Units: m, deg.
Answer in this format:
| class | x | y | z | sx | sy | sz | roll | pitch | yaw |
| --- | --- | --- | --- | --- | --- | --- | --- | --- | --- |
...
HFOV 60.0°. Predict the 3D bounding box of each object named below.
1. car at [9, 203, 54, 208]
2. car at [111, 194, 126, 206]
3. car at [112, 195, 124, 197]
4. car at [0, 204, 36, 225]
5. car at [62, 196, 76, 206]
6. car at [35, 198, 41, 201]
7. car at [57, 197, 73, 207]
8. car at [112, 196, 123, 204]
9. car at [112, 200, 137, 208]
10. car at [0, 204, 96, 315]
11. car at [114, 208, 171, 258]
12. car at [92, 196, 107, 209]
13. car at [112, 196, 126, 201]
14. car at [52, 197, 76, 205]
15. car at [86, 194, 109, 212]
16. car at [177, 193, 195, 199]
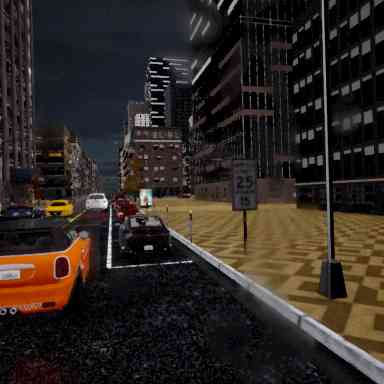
| class | x | y | z | sx | sy | sz | roll | pitch | yaw |
| --- | --- | --- | --- | --- | --- | --- | --- | --- | --- |
| car | -9.133 | 1.569 | 17.789 | 2.128 | 1.511 | 4.902 | -2 | 0 | -14 |
| car | -12.317 | 1.207 | 55.589 | 2.192 | 1.841 | 5.009 | -1 | 0 | -14 |
| car | -8.431 | 1.431 | 39.545 | 1.752 | 1.417 | 4.829 | -1 | 0 | -14 |
| car | -13.918 | 1.720 | 26.603 | 1.802 | 1.307 | 4.206 | -1 | 0 | -14 |
| car | -21.765 | 1.551 | 59.025 | 1.967 | 1.590 | 4.097 | -1 | 0 | -14 |
| car | -38.751 | 1.659 | 80.021 | 4.507 | 1.381 | 1.887 | -1 | -1 | -14 |
| car | -20.416 | 1.641 | 53.456 | 1.752 | 1.417 | 4.829 | -1 | 0 | -14 |
| car | -13.621 | 1.433 | 60.994 | 1.887 | 1.381 | 4.507 | -1 | 0 | -14 |
| car | -4.468 | 1.502 | 23.170 | 1.802 | 1.307 | 4.206 | -1 | 0 | -14 |
| car | -3.444 | 1.357 | 7.445 | 2.097 | 1.767 | 4.553 | -2 | 0 | -14 |
| car | -1.854 | 1.480 | 12.362 | 2.008 | 1.369 | 4.403 | -1 | 0 | -14 |
| car | -13.109 | 1.448 | 47.406 | 1.882 | 1.535 | 5.008 | -2 | 0 | -13 |
| car | -7.084 | 1.455 | 33.977 | 1.887 | 1.381 | 4.507 | -1 | 0 | -14 |
| car | -12.302 | 1.544 | 30.978 | 1.882 | 1.535 | 5.008 | -2 | 1 | -13 |
| car | -10.641 | 1.200 | 37.400 | 2.150 | 2.045 | 5.566 | -2 | 0 | -13 |
| car | -1.797 | 1.135 | 89.295 | 4.097 | 1.590 | 1.967 | -1 | -1 | -14 |
